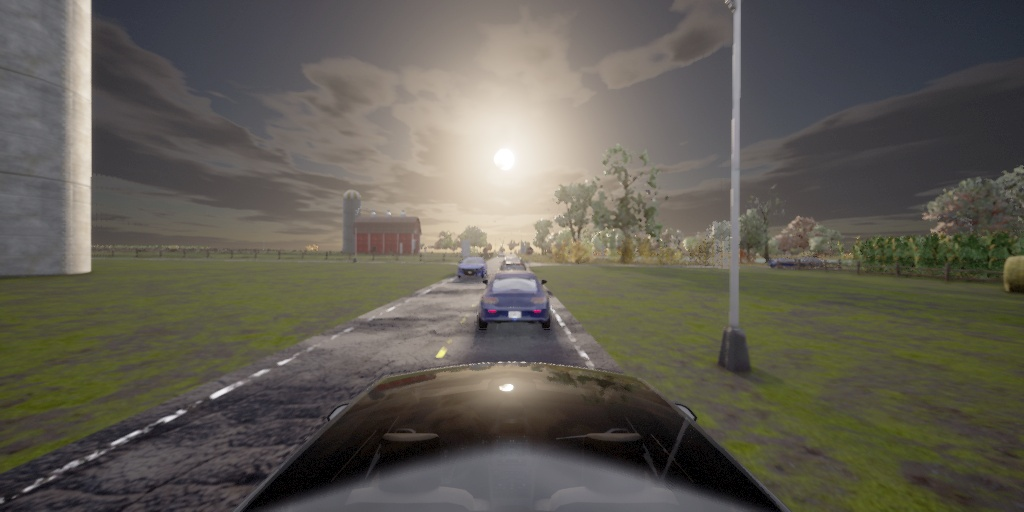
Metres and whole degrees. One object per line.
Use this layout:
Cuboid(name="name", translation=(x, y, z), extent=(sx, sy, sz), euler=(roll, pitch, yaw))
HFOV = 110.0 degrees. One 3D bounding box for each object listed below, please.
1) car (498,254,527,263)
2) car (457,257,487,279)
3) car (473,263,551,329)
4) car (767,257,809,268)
Cuboid(name="car", translation=(0.068, 0.819, 26.192), extent=(2.128, 1.511, 4.902), euler=(0, 1, 0))
Cuboid(name="car", translation=(-2.849, 0.796, 26.730), extent=(1.882, 1.535, 5.008), euler=(0, 1, 0))
Cuboid(name="car", translation=(0.073, 1.123, 10.465), extent=(1.812, 1.442, 4.674), euler=(0, 1, 0))
Cuboid(name="car", translation=(39.186, 1.019, 51.384), extent=(4.674, 1.442, 1.812), euler=(1, 0, 0))
